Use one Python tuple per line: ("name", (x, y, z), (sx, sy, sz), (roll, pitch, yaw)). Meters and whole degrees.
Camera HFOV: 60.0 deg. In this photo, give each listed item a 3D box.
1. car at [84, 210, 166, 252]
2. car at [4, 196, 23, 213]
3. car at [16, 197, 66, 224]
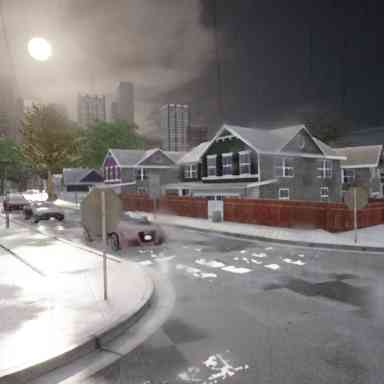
("car", (-2.866, 1.464, 13.719), (1.994, 1.385, 4.181), (-2, 2, -39))
("car", (-17.176, 1.139, 32.631), (1.882, 1.535, 5.008), (-2, 1, -35))
("car", (-10.579, 1.324, 23.476), (2.033, 1.411, 5.357), (-2, 2, -37))
